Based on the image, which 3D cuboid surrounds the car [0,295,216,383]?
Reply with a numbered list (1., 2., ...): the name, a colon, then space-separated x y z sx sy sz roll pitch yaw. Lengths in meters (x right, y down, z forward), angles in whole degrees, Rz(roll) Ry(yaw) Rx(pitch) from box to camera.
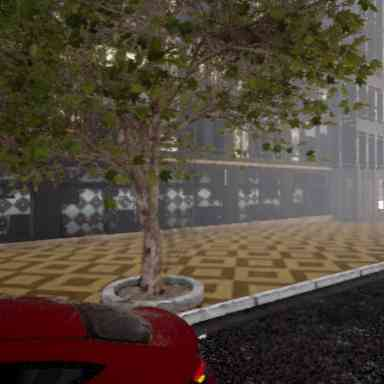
1. car: -1.951 1.526 1.972 4.674 1.442 1.812 0 0 -35
